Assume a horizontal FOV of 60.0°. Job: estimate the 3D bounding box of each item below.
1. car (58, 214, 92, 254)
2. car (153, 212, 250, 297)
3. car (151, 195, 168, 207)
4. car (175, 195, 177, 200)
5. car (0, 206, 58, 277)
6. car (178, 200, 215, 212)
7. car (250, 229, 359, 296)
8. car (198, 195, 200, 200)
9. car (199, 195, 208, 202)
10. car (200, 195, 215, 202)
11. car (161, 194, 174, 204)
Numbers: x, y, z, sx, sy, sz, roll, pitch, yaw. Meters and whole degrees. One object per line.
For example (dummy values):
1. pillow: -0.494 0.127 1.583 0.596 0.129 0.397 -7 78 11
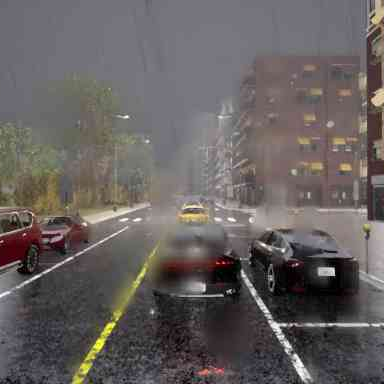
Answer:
1. car: -5.289 1.585 13.380 1.802 1.307 4.206 1 0 0
2. car: 0.112 1.507 8.542 1.837 1.490 4.892 0 0 0
3. car: -5.234 1.567 51.495 1.887 1.381 4.507 1 0 0
4. car: -5.185 1.609 85.551 2.008 1.369 4.403 1 0 0
5. car: -5.294 1.317 7.725 2.192 1.841 5.009 1 0 0
6. car: 0.128 1.460 19.728 1.801 1.575 5.366 0 0 0
7. car: 2.585 1.568 8.470 1.947 1.339 4.313 1 0 0
8. car: 2.672 1.621 69.337 1.802 1.307 4.206 1 0 0
9. car: 2.689 1.492 80.703 1.967 1.590 4.097 1 0 0
10. car: 2.648 1.574 52.287 2.008 1.369 4.403 1 0 0
11. car: -5.215 1.348 62.847 2.192 1.841 5.009 1 0 0
